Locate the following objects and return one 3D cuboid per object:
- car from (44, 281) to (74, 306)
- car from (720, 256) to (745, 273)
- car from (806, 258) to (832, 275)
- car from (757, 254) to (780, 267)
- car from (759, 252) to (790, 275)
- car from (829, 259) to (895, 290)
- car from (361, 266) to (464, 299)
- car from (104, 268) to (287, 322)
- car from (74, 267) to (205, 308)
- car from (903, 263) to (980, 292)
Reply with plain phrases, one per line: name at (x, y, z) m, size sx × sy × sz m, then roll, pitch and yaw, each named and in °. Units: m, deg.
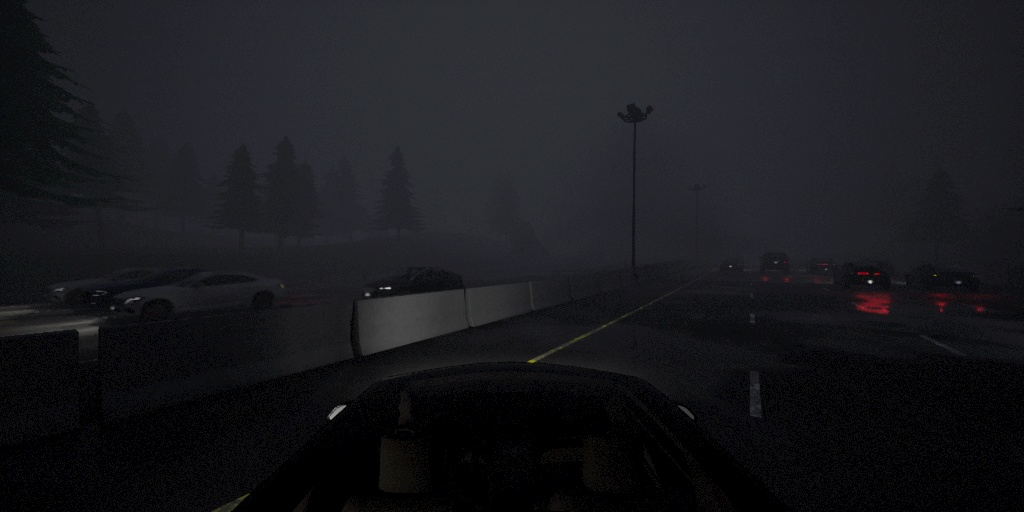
car at (-16.832, 1.262, 15.849) m, size 1.812 × 1.442 × 4.674 m, roll 0°, pitch 0°, yaw 34°
car at (22.519, 0.956, 36.780) m, size 1.994 × 1.385 × 4.181 m, roll 0°, pitch 1°, yaw 34°
car at (28.197, 0.893, 32.675) m, size 2.128 × 1.511 × 4.902 m, roll 0°, pitch 1°, yaw 34°
car at (33.312, 0.584, 46.691) m, size 2.128 × 1.511 × 4.902 m, roll 0°, pitch 1°, yaw 33°
car at (25.055, 0.628, 34.270) m, size 2.150 × 2.045 × 5.566 m, roll 0°, pitch 1°, yaw 34°
car at (20.656, 1.108, 21.322) m, size 1.837 × 1.490 × 4.892 m, roll 0°, pitch 0°, yaw 34°
car at (-4.216, 1.222, 15.864) m, size 2.128 × 1.511 × 4.902 m, roll 0°, pitch 0°, yaw 34°
car at (-10.584, 1.266, 12.603) m, size 1.812 × 1.442 × 4.674 m, roll 0°, pitch 0°, yaw 34°
car at (-13.536, 1.216, 14.486) m, size 1.882 × 1.535 × 5.008 m, roll 0°, pitch 0°, yaw 34°
car at (24.160, 1.119, 20.269) m, size 1.812 × 1.442 × 4.674 m, roll 0°, pitch 1°, yaw 34°
